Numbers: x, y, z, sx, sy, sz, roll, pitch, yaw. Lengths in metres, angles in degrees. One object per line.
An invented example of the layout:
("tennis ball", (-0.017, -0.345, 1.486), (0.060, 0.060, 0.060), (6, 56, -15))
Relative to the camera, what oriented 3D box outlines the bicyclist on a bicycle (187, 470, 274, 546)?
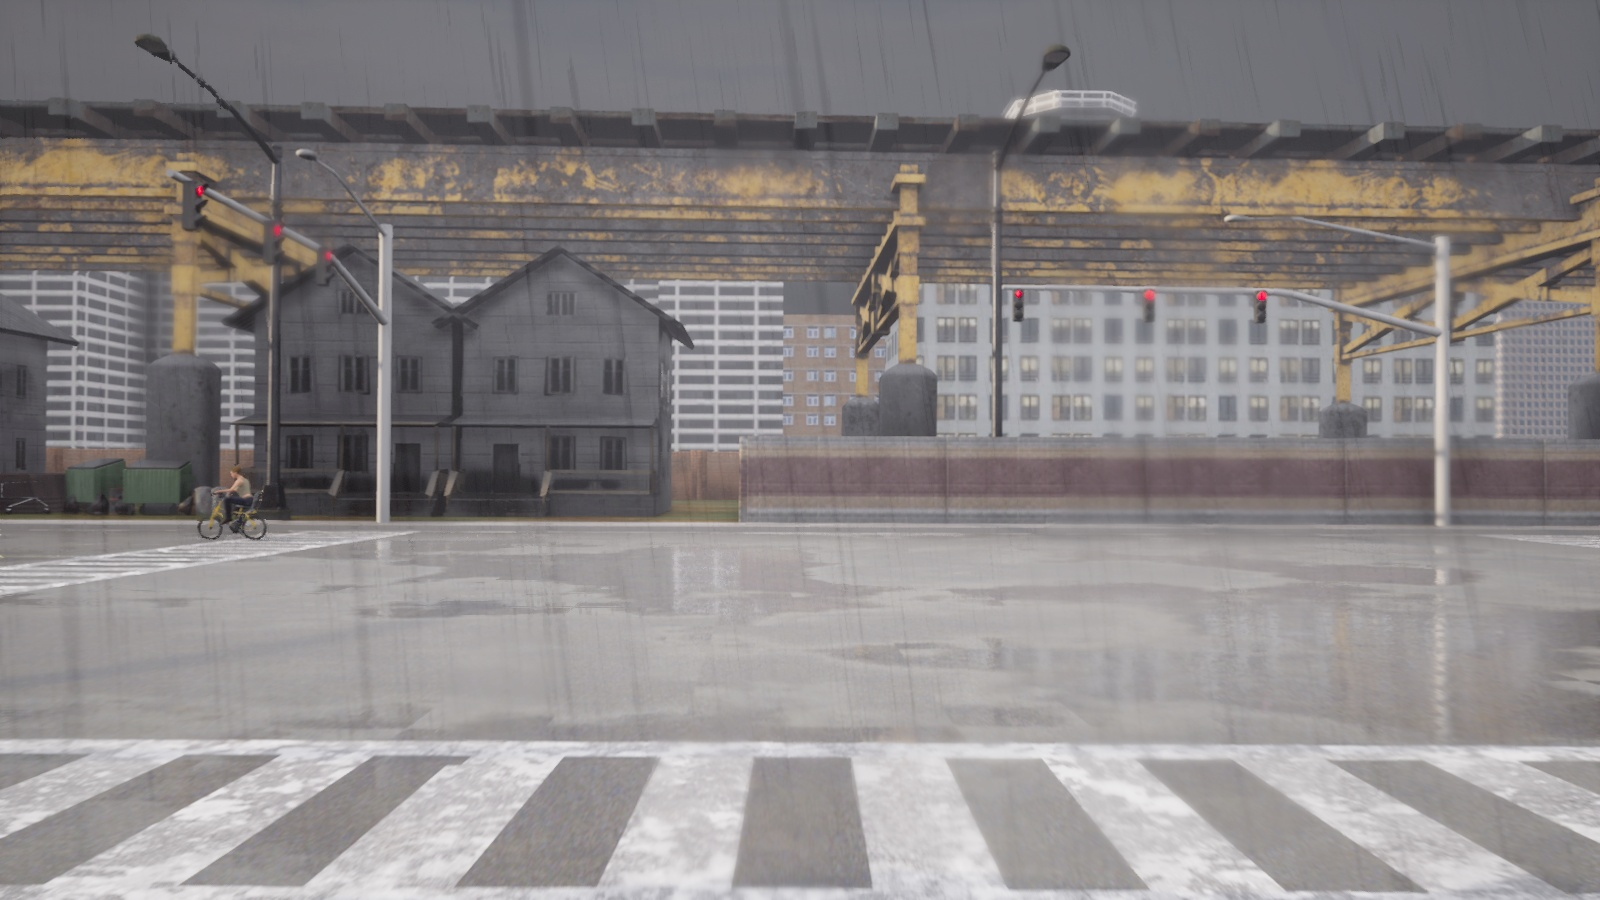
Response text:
("bicyclist on a bicycle", (-12.376, 1.258, 27.335), (1.509, 1.612, 0.866), (0, -1, 0))
